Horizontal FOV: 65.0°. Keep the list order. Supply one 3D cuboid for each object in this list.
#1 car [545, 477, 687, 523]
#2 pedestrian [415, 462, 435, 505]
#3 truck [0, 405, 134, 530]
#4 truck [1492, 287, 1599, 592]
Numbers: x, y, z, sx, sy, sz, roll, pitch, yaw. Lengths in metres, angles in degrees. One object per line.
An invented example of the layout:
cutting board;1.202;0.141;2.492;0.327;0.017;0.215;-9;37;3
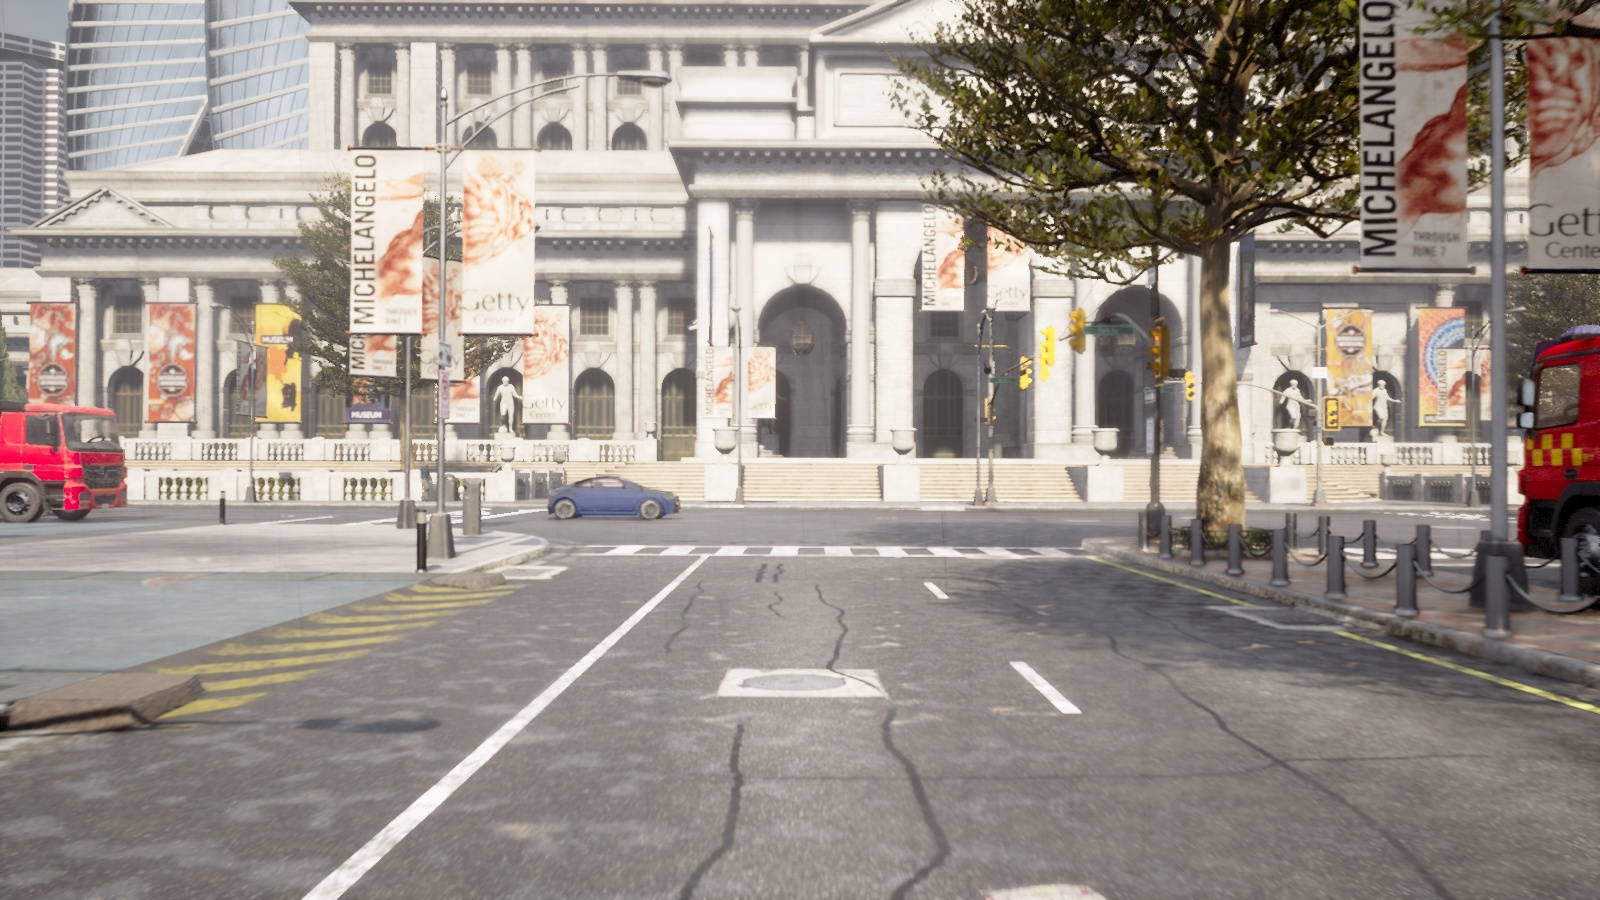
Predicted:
car;-5.758;1.553;39.713;4.181;1.385;1.994;0;-1;0
pedestrian;-16.122;1.423;54.041;0.726;1.842;0.402;0;-1;15
truck;-24.014;0.526;36.324;7.936;3.462;2.891;0;-1;0
truck;11.481;-0.169;13.951;2.891;3.827;8.468;0;-1;0
